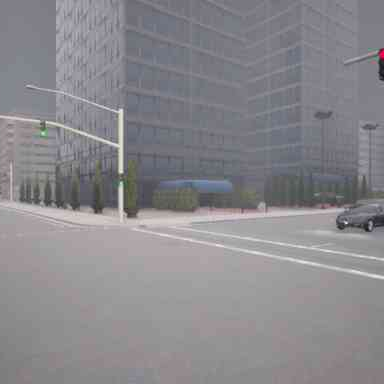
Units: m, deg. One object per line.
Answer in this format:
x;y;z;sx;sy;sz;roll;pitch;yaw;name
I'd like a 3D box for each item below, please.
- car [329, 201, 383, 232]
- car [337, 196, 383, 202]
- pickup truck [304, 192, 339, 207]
10.631;1.505;20.222;4.892;1.490;1.837;0;0;-37;car
14.358;1.352;27.408;4.553;1.767;2.097;0;0;-37;car
18.286;1.059;46.673;6.274;2.098;2.390;0;0;-6;pickup truck
